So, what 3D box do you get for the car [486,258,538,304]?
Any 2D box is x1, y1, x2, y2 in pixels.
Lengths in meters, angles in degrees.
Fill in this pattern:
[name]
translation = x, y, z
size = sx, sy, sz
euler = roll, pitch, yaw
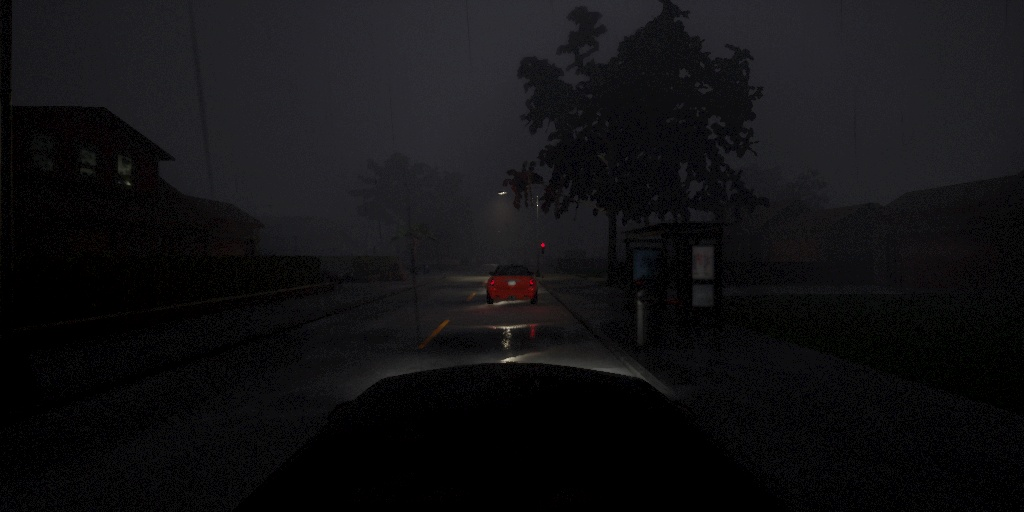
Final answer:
[car]
translation = 0.000, 1.114, 16.470
size = 2.097, 1.767, 4.553
euler = 0, 0, 0
